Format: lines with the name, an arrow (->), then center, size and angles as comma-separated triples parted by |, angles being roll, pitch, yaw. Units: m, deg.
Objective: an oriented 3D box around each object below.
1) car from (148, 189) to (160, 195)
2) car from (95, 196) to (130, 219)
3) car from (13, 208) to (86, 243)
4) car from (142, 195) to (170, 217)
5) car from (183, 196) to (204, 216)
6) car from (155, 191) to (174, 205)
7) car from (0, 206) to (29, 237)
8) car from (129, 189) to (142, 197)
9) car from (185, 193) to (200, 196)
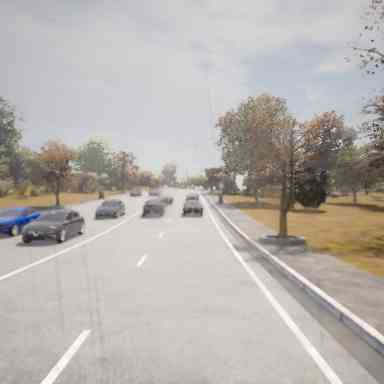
car -> -7.039, 0.117, 62.816 | 1.882, 1.535, 5.008 | 0, 2, 1
car -> -7.050, 1.423, 29.068 | 1.837, 1.490, 4.892 | 0, 3, 1
car -> -7.094, 1.707, 17.530 | 1.837, 1.490, 4.892 | 0, 0, 0
car -> -3.407, 1.364, 30.682 | 1.837, 1.490, 4.892 | 0, 2, 0
car -> 0.093, 1.435, 31.393 | 1.895, 1.301, 4.718 | 0, 2, 0
car -> -3.460, 0.945, 44.327 | 1.895, 1.301, 4.718 | 0, 2, 0
car -> -10.588, 1.662, 19.855 | 1.882, 1.535, 5.008 | 0, 1, 0
car -> -10.541, 0.159, 62.340 | 1.837, 1.490, 4.892 | 0, 2, 1
car -> 0.045, 0.830, 45.366 | 1.812, 1.442, 4.674 | 0, 2, 0
